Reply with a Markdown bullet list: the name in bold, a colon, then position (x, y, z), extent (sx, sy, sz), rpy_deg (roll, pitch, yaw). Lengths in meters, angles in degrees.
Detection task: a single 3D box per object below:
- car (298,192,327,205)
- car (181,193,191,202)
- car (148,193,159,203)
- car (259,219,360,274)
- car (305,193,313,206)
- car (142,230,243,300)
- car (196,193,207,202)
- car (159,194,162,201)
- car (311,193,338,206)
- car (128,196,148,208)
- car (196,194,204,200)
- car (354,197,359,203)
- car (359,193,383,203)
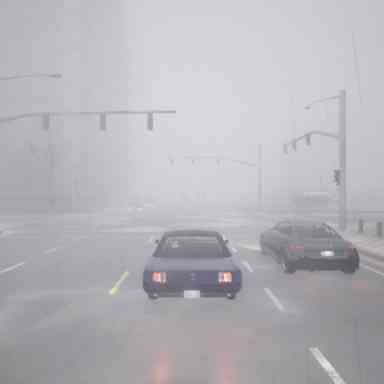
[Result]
- **car**: position (24.097, 1.151, 65.627), extent (4.605, 1.855, 1.932), rpy_deg (0, 0, 0)
- **car**: position (-1.339, 1.148, 76.365), extent (2.150, 2.045, 5.566), rpy_deg (0, 0, -1)
- **car**: position (-8.215, 1.435, 64.734), extent (2.128, 1.511, 4.902), rpy_deg (0, 0, 0)
- **car**: position (3.470, 1.555, 10.578), extent (1.994, 1.385, 4.181), rpy_deg (0, 0, -1)
- **car**: position (24.167, 1.364, 62.944), extent (3.905, 1.438, 1.784), rpy_deg (0, 0, 0)
- **car**: position (-0.004, 1.593, 8.350), extent (1.895, 1.301, 4.718), rpy_deg (0, 0, 0)
- **car**: position (2.161, 1.148, 76.414), extent (2.150, 2.045, 5.566), rpy_deg (0, 0, -1)
- **car**: position (-8.386, 1.258, 79.666), extent (2.097, 1.767, 4.553), rpy_deg (0, 0, -1)
- **car**: position (24.187, 1.398, 60.049), extent (3.806, 1.475, 1.970), rpy_deg (0, 0, 0)
- **car**: position (-8.029, 1.462, 48.088), extent (1.837, 1.490, 4.892), rpy_deg (0, 0, -1)
- **car**: position (2.014, 1.310, 86.805), extent (1.812, 1.442, 4.674), rpy_deg (0, 0, -1)
- **car**: position (39.163, 1.354, 74.182), extent (3.905, 1.438, 1.784), rpy_deg (0, 0, 0)
- **car**: position (39.119, 1.146, 71.285), extent (4.605, 1.855, 1.932), rpy_deg (0, 0, 0)
